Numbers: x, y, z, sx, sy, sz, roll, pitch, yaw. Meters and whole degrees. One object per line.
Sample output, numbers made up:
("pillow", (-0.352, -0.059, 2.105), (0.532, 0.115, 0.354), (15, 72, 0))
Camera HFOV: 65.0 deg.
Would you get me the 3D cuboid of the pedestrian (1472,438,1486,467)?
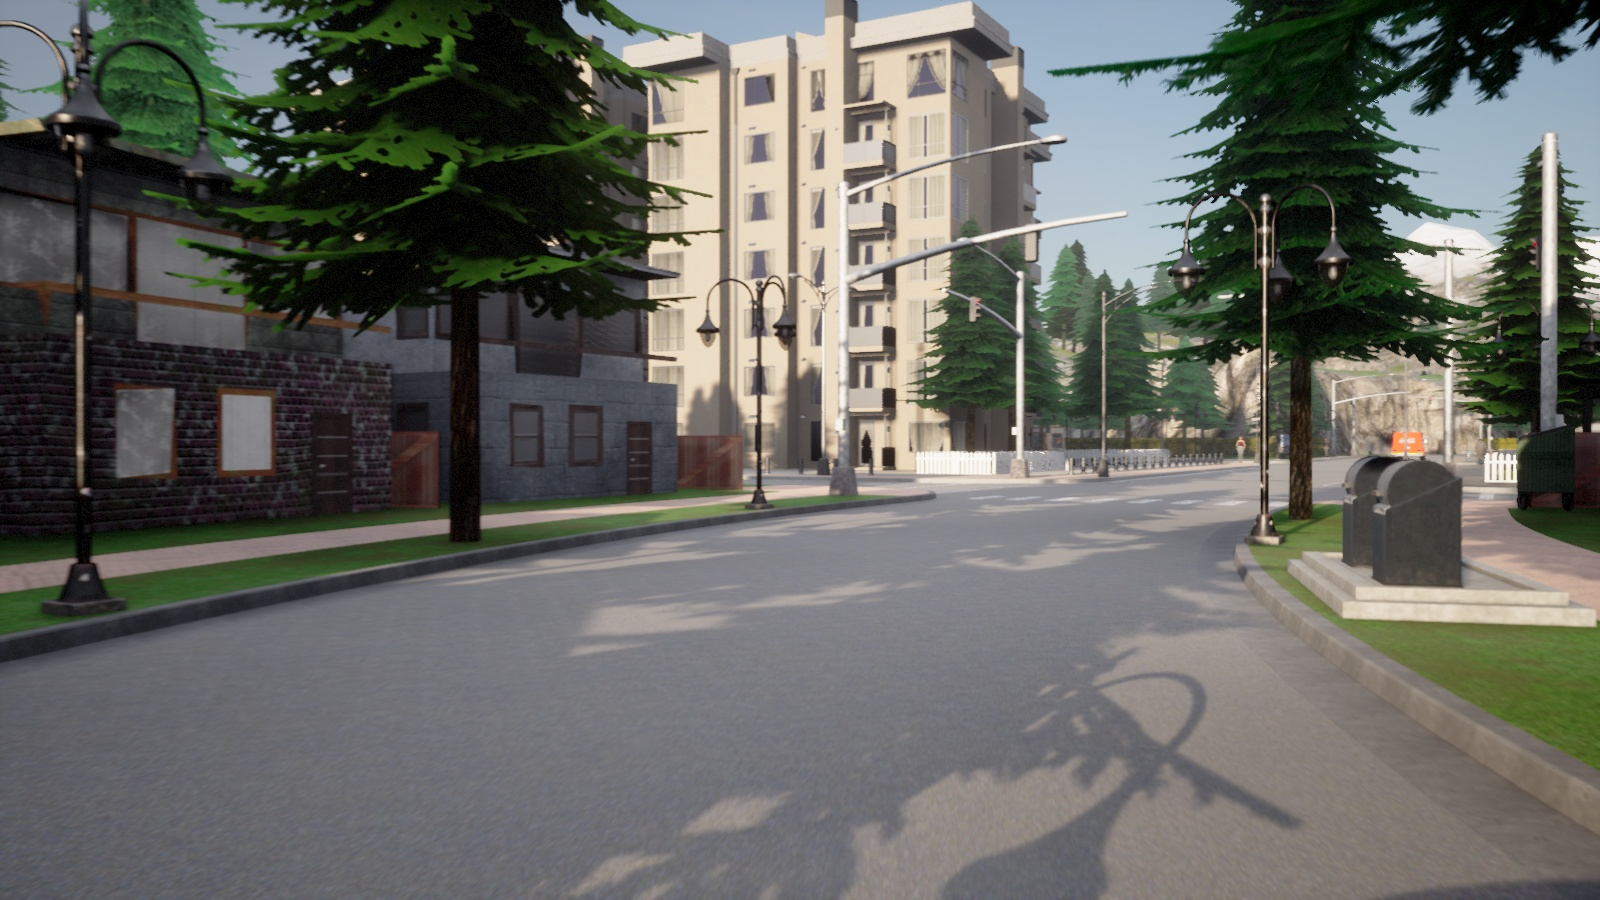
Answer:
("pedestrian", (46.137, 0.136, 85.337), (0.659, 1.952, 0.873), (0, 0, 20))
